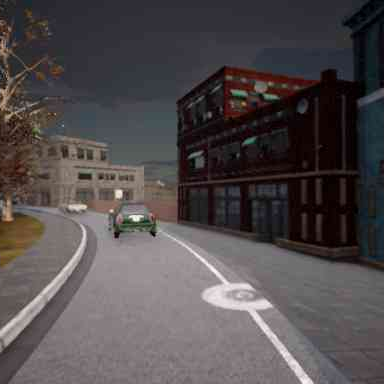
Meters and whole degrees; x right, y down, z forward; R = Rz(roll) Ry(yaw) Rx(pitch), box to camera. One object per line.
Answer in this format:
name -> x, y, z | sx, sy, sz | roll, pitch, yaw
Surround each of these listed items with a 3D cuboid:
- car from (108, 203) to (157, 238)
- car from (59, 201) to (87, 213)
car -> -3.359, 1.349, 18.120 | 2.097, 1.767, 4.553 | 0, 0, -18
car -> -13.315, 1.646, 36.946 | 1.895, 1.301, 4.718 | 0, 0, -35
